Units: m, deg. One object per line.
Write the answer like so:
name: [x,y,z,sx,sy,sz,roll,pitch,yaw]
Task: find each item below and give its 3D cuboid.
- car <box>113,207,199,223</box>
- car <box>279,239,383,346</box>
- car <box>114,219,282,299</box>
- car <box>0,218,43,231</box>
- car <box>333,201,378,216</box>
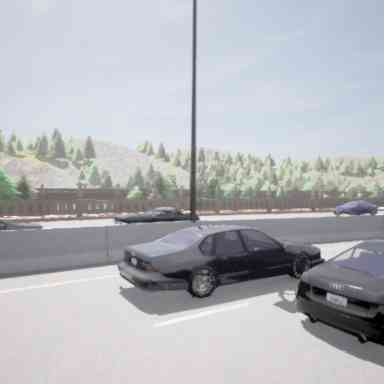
car: [-2.027,1.546,18.995,4.718,1.301,1.895,0,0,-30]
car: [3.855,1.566,5.959,4.181,1.385,1.994,0,0,-31]
car: [0.922,1.529,8.361,5.357,1.411,2.033,0,0,-31]
car: [-7.841,1.476,11.194,5.357,1.411,2.033,0,0,-35]
car: [15.485,1.567,31.419,4.674,1.442,1.812,0,0,-24]
